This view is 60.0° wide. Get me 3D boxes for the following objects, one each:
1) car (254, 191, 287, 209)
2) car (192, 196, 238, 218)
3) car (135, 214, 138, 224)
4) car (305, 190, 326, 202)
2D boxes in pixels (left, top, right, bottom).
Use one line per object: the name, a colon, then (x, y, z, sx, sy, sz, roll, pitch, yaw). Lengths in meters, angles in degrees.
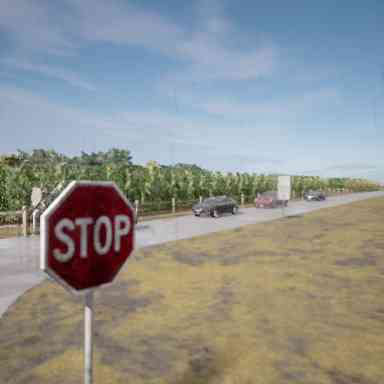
car: (8.196, 0.740, 34.650, 2.097, 1.767, 4.553, 1, 2, 36)
car: (1.912, 1.140, 26.230, 1.837, 1.490, 4.892, 1, 1, 37)
car: (-4.834, 1.378, 17.176, 1.812, 1.442, 4.674, 1, 1, 37)
car: (17.394, 0.516, 46.852, 2.128, 1.511, 4.902, 1, 2, 37)
